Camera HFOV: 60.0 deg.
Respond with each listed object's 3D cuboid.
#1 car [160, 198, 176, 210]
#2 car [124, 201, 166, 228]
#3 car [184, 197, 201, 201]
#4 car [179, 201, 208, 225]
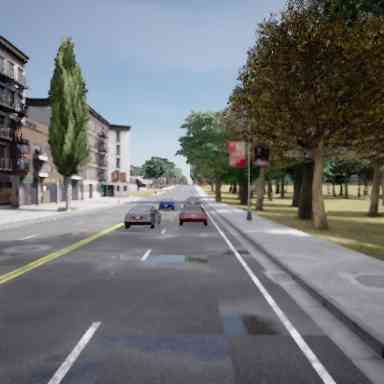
[{"bbox_3d":[-3.157,1.494,42.757,1.882,1.535,5.008,0,0,0],"label":"car"},{"bbox_3d":[-3.154,1.551,21.929,2.033,1.411,5.357,0,0,0],"label":"car"},{"bbox_3d":[0.093,1.369,42.091,2.097,1.767,4.553,0,0,0],"label":"car"},{"bbox_3d":[0.096,1.569,24.385,1.994,1.385,4.181,0,0,0],"label":"car"}]
